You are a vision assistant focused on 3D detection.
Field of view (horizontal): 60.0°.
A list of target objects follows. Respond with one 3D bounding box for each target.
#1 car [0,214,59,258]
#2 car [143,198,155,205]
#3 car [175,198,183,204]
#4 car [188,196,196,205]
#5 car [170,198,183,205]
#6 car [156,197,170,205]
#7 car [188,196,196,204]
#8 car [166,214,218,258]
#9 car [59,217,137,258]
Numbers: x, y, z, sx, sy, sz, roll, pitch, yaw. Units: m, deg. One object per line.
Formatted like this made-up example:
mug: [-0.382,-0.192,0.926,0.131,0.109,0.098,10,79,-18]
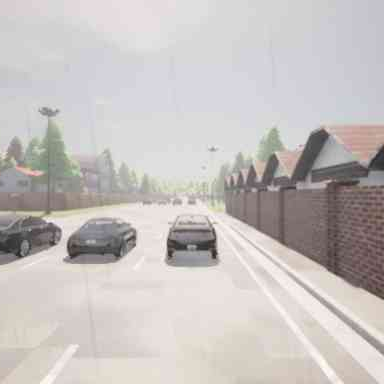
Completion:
car: [-6.983,1.657,13.490,1.837,1.490,4.892,0,0,0]
car: [-10.506,2.339,79.030,1.882,1.535,5.008,0,-1,0]
car: [-3.507,2.375,89.450,2.033,1.411,5.357,0,-1,0]
car: [-0.006,2.349,79.831,1.882,1.535,5.008,0,-1,0]
car: [-3.506,2.222,79.419,2.097,1.767,4.553,0,-1,0]
car: [-7.006,2.470,80.212,1.895,1.301,4.718,0,-1,0]
car: [-0.007,2.137,90.313,2.150,2.045,5.566,0,-1,0]
car: [0.017,1.643,13.485,2.128,1.511,4.902,0,0,0]
car: [-3.482,1.715,13.538,1.994,1.385,4.181,0,-1,0]
